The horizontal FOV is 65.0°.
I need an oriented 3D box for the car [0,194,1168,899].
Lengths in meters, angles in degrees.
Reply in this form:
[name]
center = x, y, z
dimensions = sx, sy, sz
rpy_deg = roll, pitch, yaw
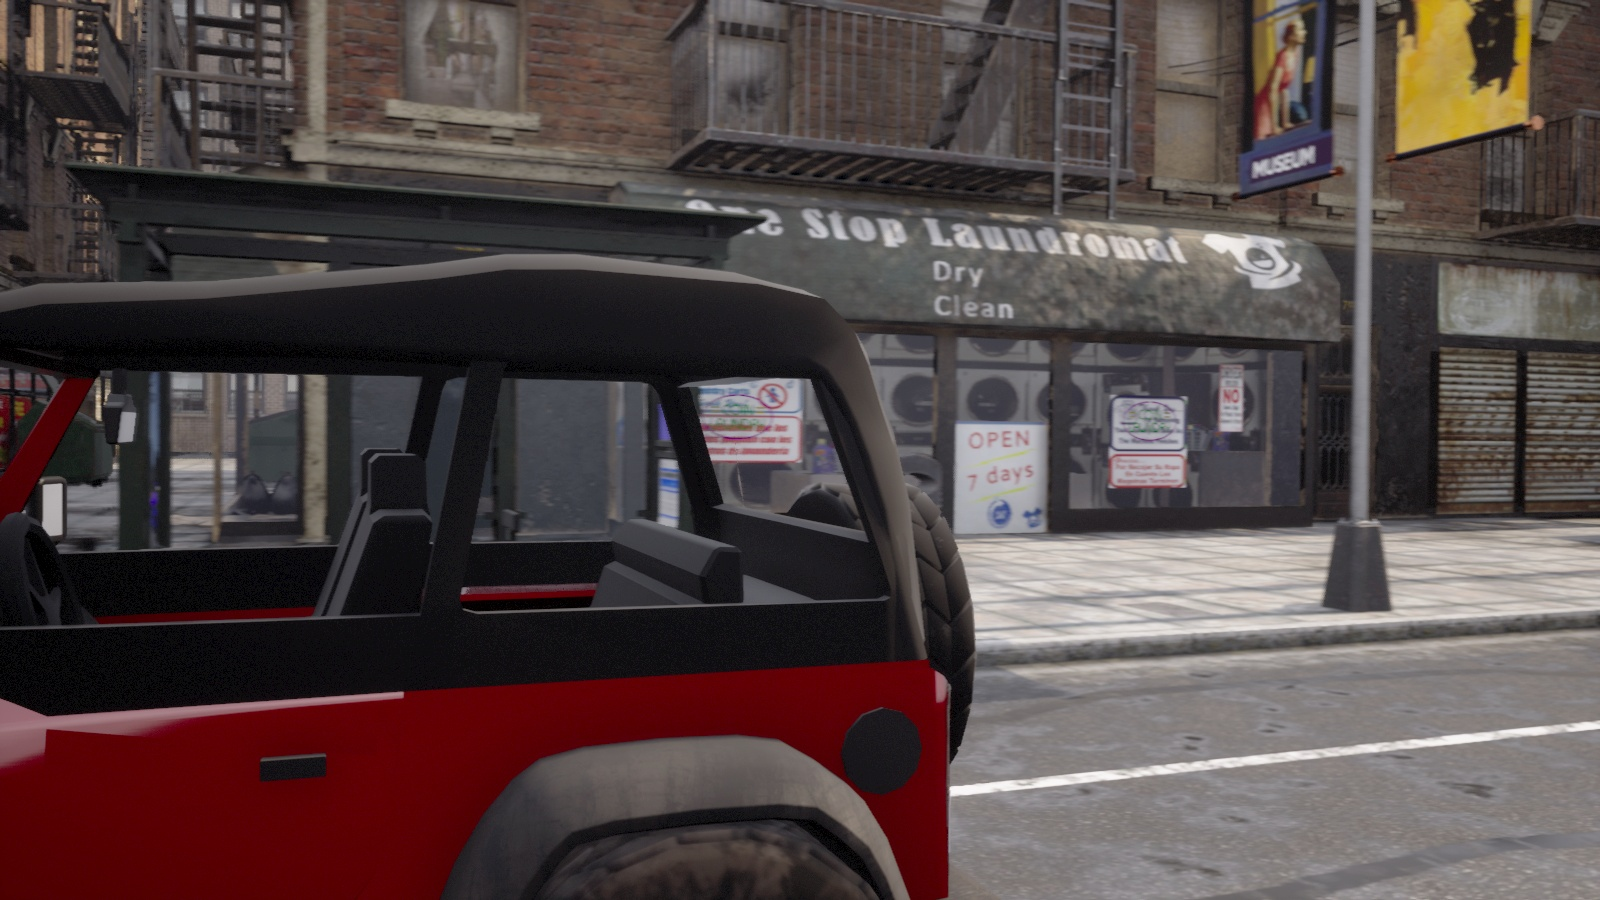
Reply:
[car]
center = -1.416, 0.565, 2.699
dimensions = 3.866, 1.878, 1.905
rpy_deg = -1, 1, -21
